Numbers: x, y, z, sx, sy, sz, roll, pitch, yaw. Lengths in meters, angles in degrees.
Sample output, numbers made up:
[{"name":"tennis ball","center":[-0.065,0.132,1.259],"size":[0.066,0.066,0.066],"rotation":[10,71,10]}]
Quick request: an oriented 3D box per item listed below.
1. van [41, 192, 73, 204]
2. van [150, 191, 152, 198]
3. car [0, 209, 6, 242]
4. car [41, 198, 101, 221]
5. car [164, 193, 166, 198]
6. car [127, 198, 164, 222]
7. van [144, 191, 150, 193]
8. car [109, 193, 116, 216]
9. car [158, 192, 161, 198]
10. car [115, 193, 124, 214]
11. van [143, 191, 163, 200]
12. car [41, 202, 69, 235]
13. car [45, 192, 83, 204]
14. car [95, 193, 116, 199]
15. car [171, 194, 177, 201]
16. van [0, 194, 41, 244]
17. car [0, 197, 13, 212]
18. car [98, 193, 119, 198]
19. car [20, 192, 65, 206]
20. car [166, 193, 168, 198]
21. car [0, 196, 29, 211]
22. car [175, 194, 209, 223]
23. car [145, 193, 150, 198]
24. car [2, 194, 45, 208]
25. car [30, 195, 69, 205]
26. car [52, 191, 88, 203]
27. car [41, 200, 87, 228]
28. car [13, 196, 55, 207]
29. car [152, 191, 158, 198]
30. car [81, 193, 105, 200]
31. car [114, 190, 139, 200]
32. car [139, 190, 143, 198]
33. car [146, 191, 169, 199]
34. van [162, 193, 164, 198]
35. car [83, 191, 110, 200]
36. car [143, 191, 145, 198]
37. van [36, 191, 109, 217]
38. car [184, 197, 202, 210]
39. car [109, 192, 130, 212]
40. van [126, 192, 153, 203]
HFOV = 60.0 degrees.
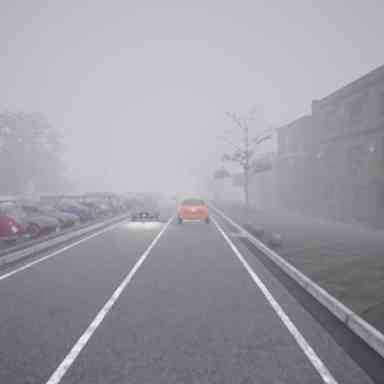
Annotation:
[{"name":"van","center":[-22.131,0.986,54.707],"size":[4.442,1.987,1.878],"rotation":[0,0,0]},{"name":"van","center":[-9.048,0.995,52.483],"size":[4.442,1.987,1.878],"rotation":[0,0,0]},{"name":"car","center":[-8.910,1.440,10.436],"size":[4.792,1.488,2.163],"rotation":[0,0,0]},{"name":"car","center":[-8.889,1.360,21.649],"size":[5.008,1.535,2.097],"rotation":[0,0,0]},{"name":"car","center":[-8.953,1.040,74.920],"size":[5.008,1.535,2.097],"rotation":[0,1,0]},{"name":"car","center":[-3.344,1.434,25.118],"size":[1.994,1.385,4.181],"rotation":[0,0,0]},{"name":"van","center":[-9.045,1.008,49.680],"size":[4.442,1.987,1.878],"rotation":[0,0,0]},{"name":"car","center":[-8.933,1.209,27.255],"size":[4.553,1.767,2.185],"rotation":[0,0,0]},{"name":"car","center":[-8.942,1.196,63.701],"size":[4.674,1.452,2.002],"rotation":[0,0,0]},{"name":"car","center":[-8.873,1.196,30.058],"size":[4.553,1.767,2.185],"rotation":[0,0,0]},{"name":"van","center":[-9.079,0.780,77.720],"size":[4.442,1.987,1.878],"rotation":[0,1,0]},{"name":"car","center":[-8.859,1.415,16.043],"size":[4.792,1.488,2.163],"rotation":[0,0,0]},{"name":"car","center":[-22.046,0.948,57.483],"size":[5.566,2.045,2.435],"rotation":[0,0,0]},{"name":"car","center":[-22.057,0.915,85.247],"size":[4.892,1.521,2.231],"rotation":[0,1,0]},{"name":"car","center":[-3.241,1.099,67.563],"size":[1.837,1.490,4.892],"rotation":[0,1,0]},{"name":"van","center":[-8.768,1.172,13.238],"size":[4.442,1.987,1.878],"rotation":[0,0,0]},{"name":"car","center":[-21.996,1.301,35.278],"size":[4.892,1.521,2.231],"rotation":[0,0,0]},{"name":"car","center":[-22.083,0.909,88.022],"size":[4.792,1.488,2.163],"rotation":[0,1,0]},{"name":"car","center":[-22.036,0.986,49.156],"size":[5.566,2.045,2.435],"rotation":[0,0,0]},{"name":"car","center":[-8.783,0.933,83.329],"size":[5.366,1.575,1.946],"rotation":[0,1,0]},{"name":"car","center":[-21.809,1.284,38.055],"size":[5.366,1.575,1.946],"rotation":[0,0,0]},{"name":"car","center":[0.103,1.227,24.161],"size":[2.097,1.767,4.553],"rotation":[0,0,0]},{"name":"car","center":[-8.919,1.247,46.878],"size":[4.892,1.521,2.231],"rotation":[0,0,0]},{"name":"car","center":[-22.032,1.137,43.604],"size":[4.553,1.767,2.185],"rotation":[0,0,0]},{"name":"car","center":[-22.197,1.222,51.933],"size":[5.366,1.575,1.946],"rotation":[0,0,0]},{"name":"car","center":[-21.992,0.930,60.260],"size":[5.566,2.045,2.435],"rotation":[0,0,0]},{"name":"car","center":[-8.862,1.402,18.846],"size":[4.792,1.488,2.163],"rotation":[0,0,0]},{"name":"car","center":[-21.975,1.279,46.382],"size":[4.792,1.488,2.163],"rotation":[0,0,0]},{"name":"car","center":[-8.907,0.957,55.288],"size":[5.566,2.045,2.435],"rotation":[0,0,0]},{"name":"car","center":[-22.031,1.052,74.146],"size":[4.892,1.521,2.231],"rotation":[0,1,0]},{"name":"car","center":[-8.883,1.045,35.664],"size":[5.566,2.045,2.435],"rotation":[0,0,0]},{"name":"car","center":[-8.886,1.033,38.467],"size":[5.566,2.045,2.435],"rotation":[0,0,0]},{"name":"car","center":[-8.944,0.650,86.129],"size":[5.566,2.045,2.435],"rotation":[0,1,0]},{"name":"van","center":[-8.839,0.848,72.110],"size":[4.442,1.987,1.878],"rotation":[0,1,0]},{"name":"car","center":[-22.012,0.766,76.917],"size":[5.566,2.045,2.435],"rotation":[0,1,0]},{"name":"car","center":[-8.953,1.133,44.074],"size":[4.553,1.767,2.185],"rotation":[0,0,0]},{"name":"van","center":[-8.781,1.122,24.451],"size":[4.442,1.987,1.878],"rotation":[0,0,0]},{"name":"car","center":[0.106,1.338,41.510],"size":[2.033,1.411,5.357],"rotation":[0,0,0]},{"name":"car","center":[-8.877,1.184,32.861],"size":[4.553,1.767,2.185],"rotation":[0,0,0]},{"name":"van","center":[-9.055,0.969,58.088],"size":[4.442,1.987,1.878],"rotation":[0,0,0]}]
